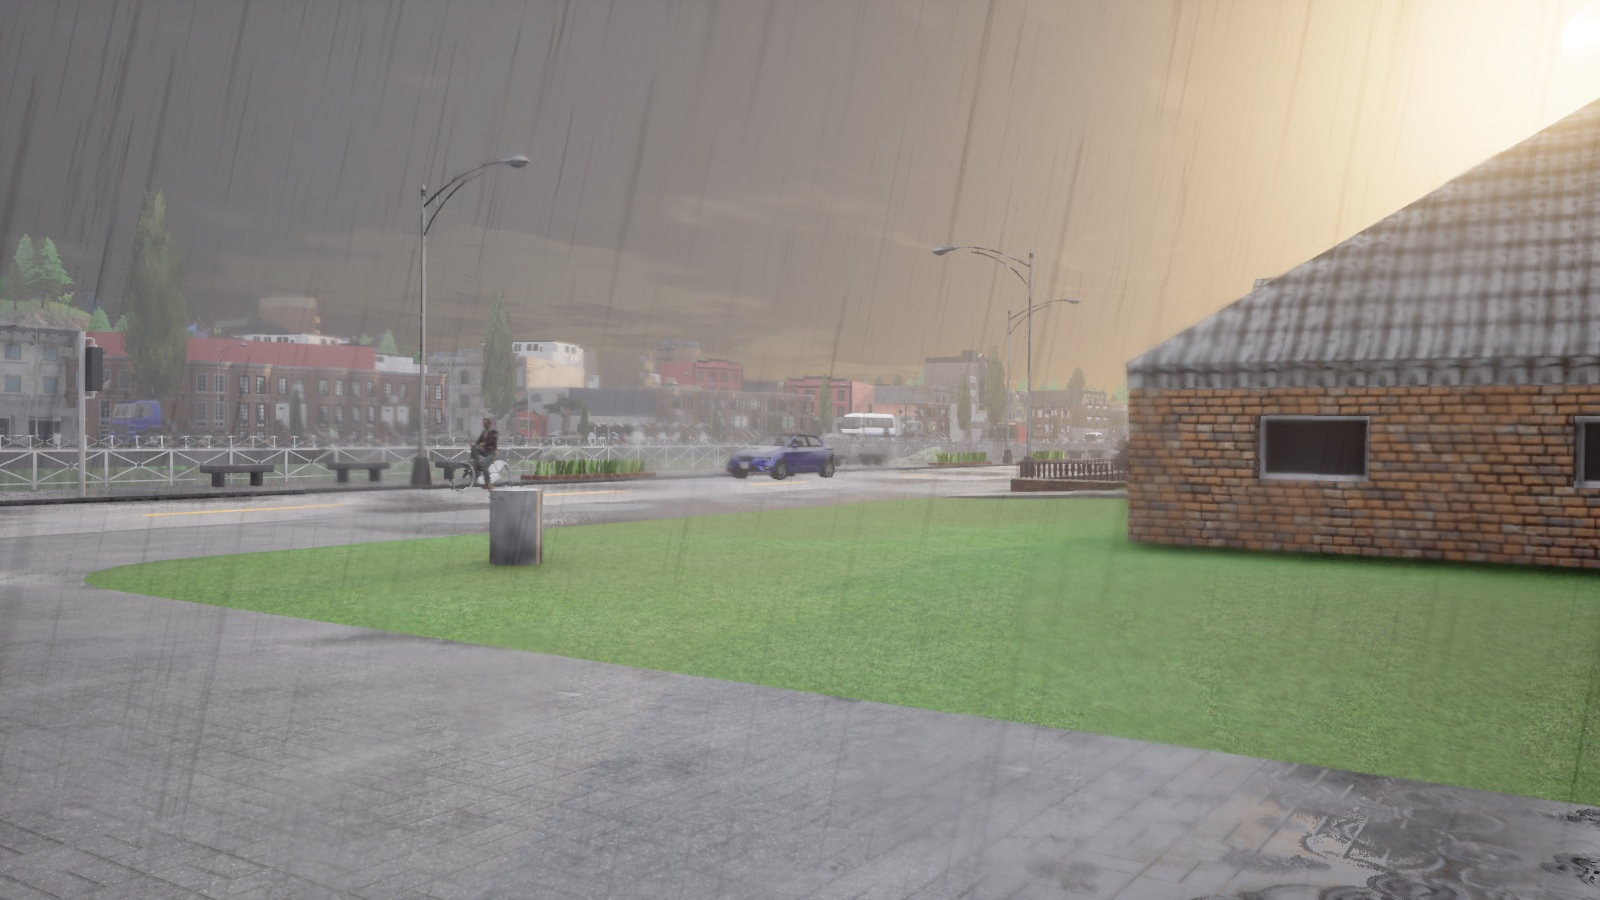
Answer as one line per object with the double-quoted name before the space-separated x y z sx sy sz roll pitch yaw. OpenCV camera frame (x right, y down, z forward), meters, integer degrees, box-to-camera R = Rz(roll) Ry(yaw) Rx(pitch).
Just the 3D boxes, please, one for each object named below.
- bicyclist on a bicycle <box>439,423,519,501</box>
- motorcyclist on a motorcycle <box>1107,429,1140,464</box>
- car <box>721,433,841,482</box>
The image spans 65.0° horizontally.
"bicyclist on a bicycle" -7.595 0.264 29.764 0.659 1.776 1.843 0 1 34
"motorcyclist on a motorcycle" 14.317 -0.174 55.530 0.797 1.523 2.044 0 1 34
"car" -0.553 0.199 40.368 1.816 1.474 4.193 0 1 34
